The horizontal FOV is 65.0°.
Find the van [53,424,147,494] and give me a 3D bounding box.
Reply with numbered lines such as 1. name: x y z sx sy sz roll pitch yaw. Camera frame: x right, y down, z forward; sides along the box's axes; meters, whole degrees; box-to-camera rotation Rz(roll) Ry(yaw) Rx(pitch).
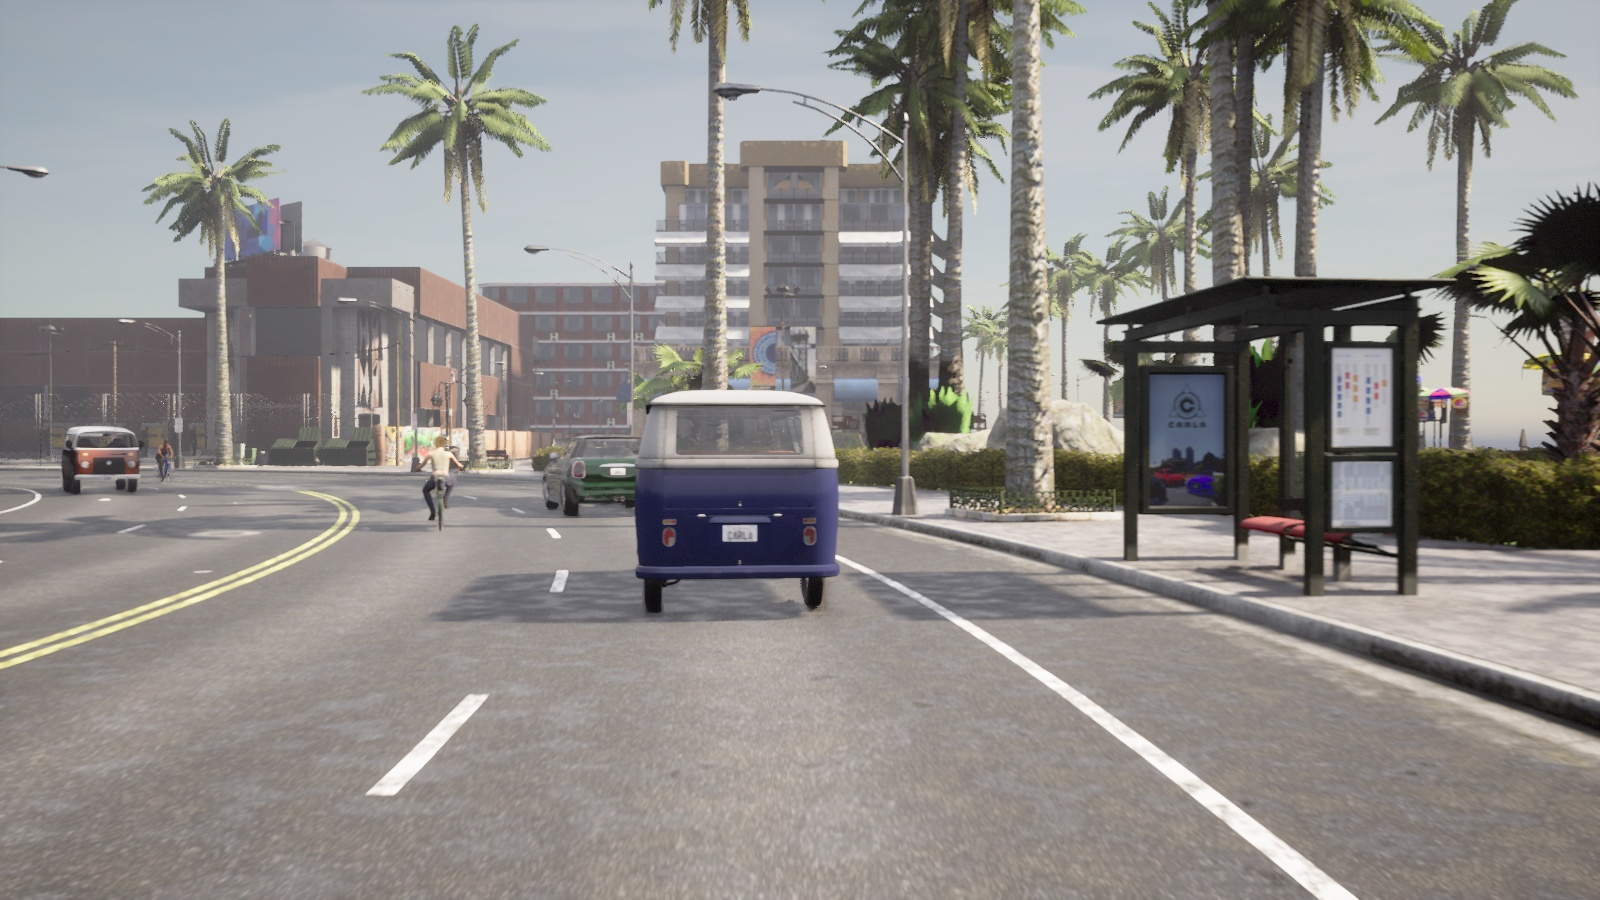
1. van: -21.644 0.240 38.752 2.069 2.038 4.480 0 0 -35

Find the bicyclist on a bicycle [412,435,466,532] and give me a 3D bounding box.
1. bicyclist on a bicycle: -6.283 0.556 21.883 0.866 1.612 1.509 0 0 -16

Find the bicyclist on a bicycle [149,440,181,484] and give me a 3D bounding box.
1. bicyclist on a bicycle: -23.625 0.424 46.727 1.656 1.620 0.582 1 1 45

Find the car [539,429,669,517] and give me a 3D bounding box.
1. car: -4.382 0.448 27.522 2.097 1.767 4.553 0 0 -18

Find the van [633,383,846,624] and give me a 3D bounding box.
1. van: -0.776 0.428 12.650 1.775 1.987 4.442 0 0 -7
